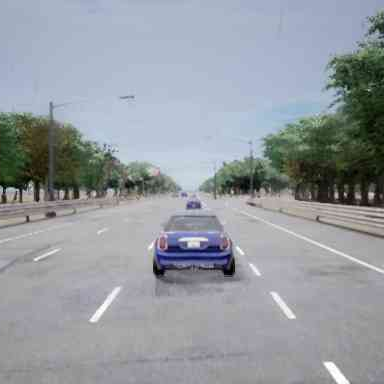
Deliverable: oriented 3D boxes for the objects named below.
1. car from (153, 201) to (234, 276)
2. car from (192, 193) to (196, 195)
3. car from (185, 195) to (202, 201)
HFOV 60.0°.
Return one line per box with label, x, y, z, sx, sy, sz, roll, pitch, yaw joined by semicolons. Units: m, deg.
car;0.055;1.331;10.463;2.097;1.767;4.553;0;0;0
car;0.376;1.454;71.248;1.895;1.301;4.718;0;0;0
car;0.222;1.443;42.053;1.812;1.442;4.674;0;0;0
